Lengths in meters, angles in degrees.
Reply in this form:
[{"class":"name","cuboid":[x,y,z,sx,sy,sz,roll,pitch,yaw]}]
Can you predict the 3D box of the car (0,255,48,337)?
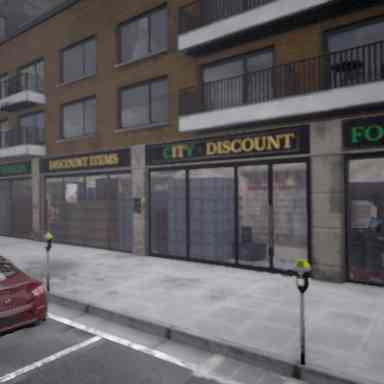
[{"class":"car","cuboid":[-4.188,1.656,5.799,4.206,1.307,1.802,-1,0,35]}]
